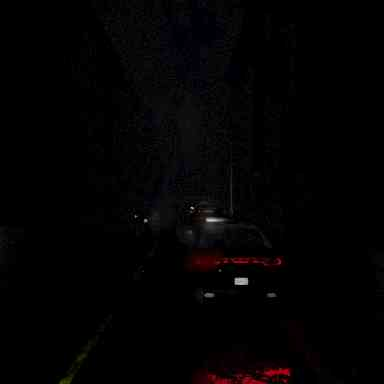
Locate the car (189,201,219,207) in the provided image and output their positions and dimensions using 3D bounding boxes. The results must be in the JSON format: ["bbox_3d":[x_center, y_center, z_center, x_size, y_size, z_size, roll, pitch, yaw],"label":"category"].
[{"bbox_3d":[0.905,1.477,18.539,1.882,1.535,5.008,0,0,0],"label":"car"}]

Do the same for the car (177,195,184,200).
[{"bbox_3d":[-2.978,1.423,88.293,2.128,1.511,4.902,0,0,0],"label":"car"}]

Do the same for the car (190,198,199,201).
[{"bbox_3d":[0.906,1.454,24.730,1.801,1.575,5.366,0,0,0],"label":"car"}]

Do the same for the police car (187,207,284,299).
[{"bbox_3d":[0.902,1.425,8.650,1.930,1.638,5.238,0,0,0],"label":"police car"}]

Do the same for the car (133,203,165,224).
[{"bbox_3d":[-3.093,1.546,24.916,2.033,1.411,5.357,0,0,0],"label":"car"}]

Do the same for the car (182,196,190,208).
[{"bbox_3d":[0.040,1.559,47.293,1.994,1.385,4.181,0,0,1],"label":"car"}]
